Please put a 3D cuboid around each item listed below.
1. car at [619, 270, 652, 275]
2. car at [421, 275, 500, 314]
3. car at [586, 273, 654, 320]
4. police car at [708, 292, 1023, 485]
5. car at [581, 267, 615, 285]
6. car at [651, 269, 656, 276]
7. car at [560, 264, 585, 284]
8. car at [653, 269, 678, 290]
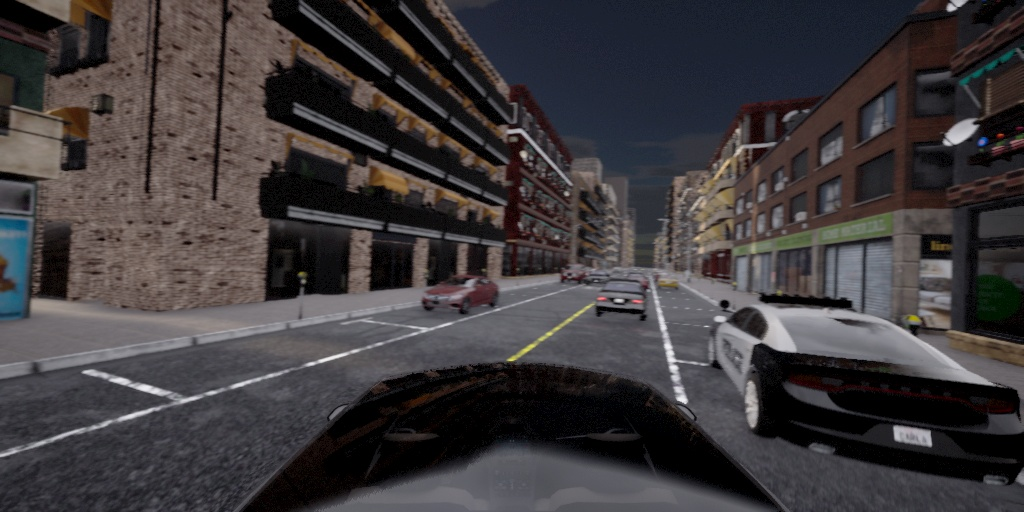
[{"bbox_3d":[10.378,2.086,30.036,1.994,1.385,4.181,2,-1,21],"label":"car"},{"bbox_3d":[-1.856,1.392,14.090,1.802,1.307,4.207,0,0,21],"label":"car"},{"bbox_3d":[4.557,1.642,14.621,2.033,1.411,5.357,2,-1,21],"label":"car"},{"bbox_3d":[4.361,1.408,5.502,1.930,1.638,5.238,2,-1,21],"label":"police car"},{"bbox_3d":[7.898,2.006,32.488,1.994,1.385,4.181,2,-1,21],"label":"car"},{"bbox_3d":[17.916,2.539,42.748,1.888,1.381,4.507,0,0,21],"label":"car"},{"bbox_3d":[6.105,1.710,35.175,2.192,1.841,5.009,0,0,21],"label":"car"},{"bbox_3d":[13.996,2.228,32.365,1.751,1.417,4.829,0,0,21],"label":"car"}]
